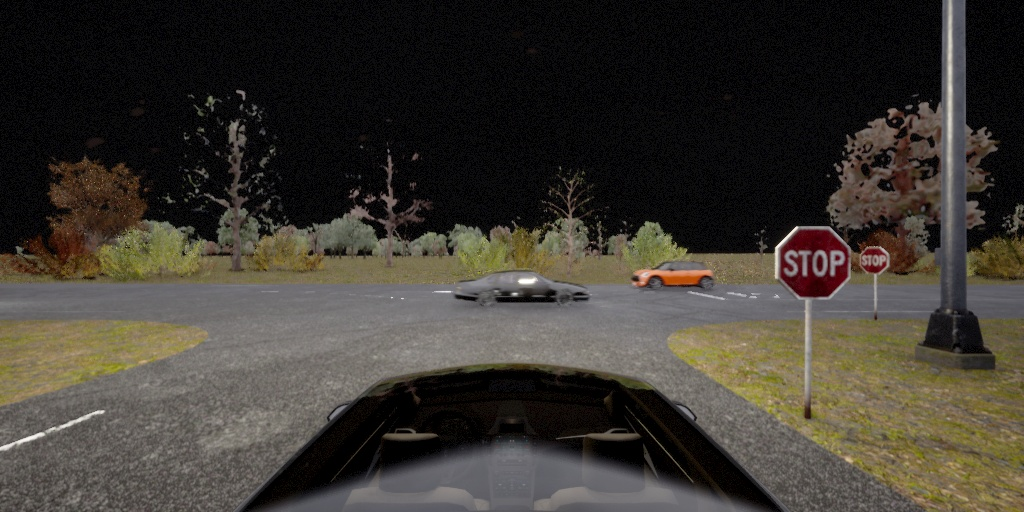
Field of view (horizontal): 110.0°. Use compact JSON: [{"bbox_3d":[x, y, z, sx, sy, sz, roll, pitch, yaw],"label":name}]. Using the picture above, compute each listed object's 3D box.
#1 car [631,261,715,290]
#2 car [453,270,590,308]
[{"bbox_3d":[9.710,1.113,21.868,4.553,1.767,2.097,0,0,-2],"label":"car"},{"bbox_3d":[0.349,1.286,14.617,5.357,1.411,2.033,0,0,-1],"label":"car"}]
